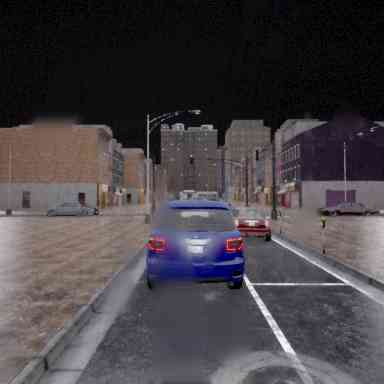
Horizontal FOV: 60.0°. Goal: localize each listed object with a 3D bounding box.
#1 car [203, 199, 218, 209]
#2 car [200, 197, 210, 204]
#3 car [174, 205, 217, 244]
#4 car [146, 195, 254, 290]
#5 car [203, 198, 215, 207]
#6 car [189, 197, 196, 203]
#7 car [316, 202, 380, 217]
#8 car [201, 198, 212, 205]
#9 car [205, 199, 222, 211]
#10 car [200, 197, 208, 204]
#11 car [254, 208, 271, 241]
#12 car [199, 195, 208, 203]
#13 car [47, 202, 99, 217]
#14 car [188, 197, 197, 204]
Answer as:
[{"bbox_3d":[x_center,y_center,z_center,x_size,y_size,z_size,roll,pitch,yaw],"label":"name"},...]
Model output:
[{"bbox_3d":[2.720,1.717,49.012,1.947,1.339,4.313,1,0,0],"label":"car"},{"bbox_3d":[2.750,1.857,70.932,1.752,1.417,4.829,1,-1,0],"label":"car"},{"bbox_3d":[0.118,1.499,17.015,1.882,1.535,5.008,0,0,-1],"label":"car"},{"bbox_3d":[0.053,1.230,9.229,2.150,2.045,5.566,0,0,-1],"label":"car"},{"bbox_3d":[2.729,1.715,54.619,1.752,1.417,4.829,1,0,0],"label":"car"},{"bbox_3d":[0.114,1.969,84.401,1.837,1.490,4.892,0,-1,0],"label":"car"},{"bbox_3d":[14.756,1.621,31.606,5.357,1.411,2.033,0,-2,3],"label":"car"},{"bbox_3d":[2.742,1.845,65.324,1.947,1.339,4.313,1,-1,0],"label":"car"},{"bbox_3d":[2.714,1.683,43.576,1.947,1.339,4.313,1,0,0],"label":"car"},{"bbox_3d":[2.758,1.910,76.369,1.752,1.417,4.829,1,-1,0],"label":"car"},{"bbox_3d":[2.683,1.462,16.829,1.967,1.590,4.097,2,0,0],"label":"car"},{"bbox_3d":[2.769,1.754,81.640,2.192,1.841,5.009,1,-1,0],"label":"car"},{"bbox_3d":[-10.296,1.582,28.881,4.181,1.385,1.994,0,-2,0],"label":"car"},{"bbox_3d":[0.102,1.888,74.252,2.128,1.511,4.902,0,-1,0],"label":"car"}]
